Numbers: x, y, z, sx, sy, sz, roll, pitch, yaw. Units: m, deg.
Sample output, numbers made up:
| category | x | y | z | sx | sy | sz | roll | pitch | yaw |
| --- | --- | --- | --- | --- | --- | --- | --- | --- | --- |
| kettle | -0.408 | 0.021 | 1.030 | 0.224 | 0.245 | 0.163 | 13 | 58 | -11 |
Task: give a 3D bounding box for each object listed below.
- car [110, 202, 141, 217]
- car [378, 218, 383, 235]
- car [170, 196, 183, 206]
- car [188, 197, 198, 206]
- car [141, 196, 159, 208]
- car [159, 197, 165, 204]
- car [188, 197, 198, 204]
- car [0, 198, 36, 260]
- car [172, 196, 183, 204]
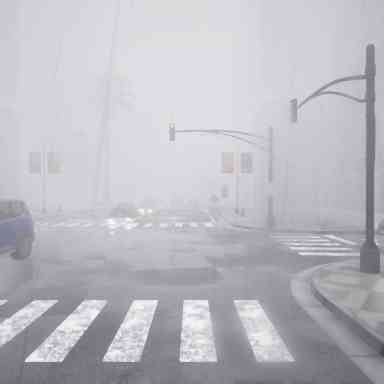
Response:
| category | x | y | z | sx | sy | sz | roll | pitch | yaw |
| --- | --- | --- | --- | --- | --- | --- | --- | --- | --- |
| car | -6.521 | 1.627 | 32.139 | 1.895 | 1.301 | 4.718 | 0 | 0 | 0 |
| car | 11.613 | 1.415 | 16.127 | 4.553 | 1.767 | 2.097 | 0 | 0 | 1 |
| car | -3.001 | 1.739 | 60.055 | 2.033 | 1.411 | 5.357 | 0 | 0 | 0 |
| car | 0.198 | 1.791 | 59.822 | 1.895 | 1.301 | 4.718 | 0 | 0 | 1 |
| car | -6.473 | 1.598 | 48.684 | 2.128 | 1.511 | 4.902 | 0 | 0 | 0 |
| car | -6.340 | 1.592 | 64.838 | 1.994 | 1.385 | 4.181 | 0 | -1 | 0 |
| car | 0.172 | 1.705 | 69.827 | 2.033 | 1.411 | 5.357 | 0 | -1 | 0 |
| car | -6.571 | 1.224 | 9.481 | 2.150 | 2.045 | 5.566 | 0 | 0 | 0 |
| car | -3.016 | 1.641 | 70.631 | 2.097 | 1.767 | 4.553 | 0 | -1 | 0 |
